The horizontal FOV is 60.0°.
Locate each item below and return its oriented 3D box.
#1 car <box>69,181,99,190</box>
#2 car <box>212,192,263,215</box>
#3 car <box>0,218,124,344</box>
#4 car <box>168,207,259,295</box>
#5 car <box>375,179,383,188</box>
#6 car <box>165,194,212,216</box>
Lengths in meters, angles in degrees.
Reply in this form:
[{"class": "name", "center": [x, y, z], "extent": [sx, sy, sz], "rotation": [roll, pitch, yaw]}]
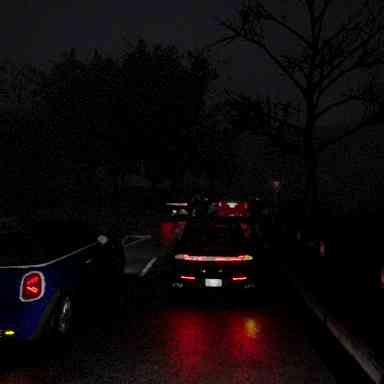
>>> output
[{"class": "car", "center": [-18.850, -1.165, 58.283], "extent": [5.008, 1.535, 1.882], "rotation": [-1, 3, -16]}, {"class": "car", "center": [3.306, 0.766, 22.107], "extent": [2.097, 1.767, 4.553], "rotation": [1, 3, 24]}, {"class": "car", "center": [-2.824, 1.289, 6.534], "extent": [2.097, 1.767, 4.553], "rotation": [0, 1, 2]}, {"class": "car", "center": [0.534, 1.397, 8.506], "extent": [2.128, 1.511, 4.902], "rotation": [0, 1, 3]}, {"class": "car", "center": [34.921, -1.555, 59.542], "extent": [2.185, 1.767, 4.553], "rotation": [-1, 4, -15]}, {"class": "car", "center": [-0.075, 0.868, 22.799], "extent": [2.128, 1.511, 4.902], "rotation": [1, 3, 24]}]
